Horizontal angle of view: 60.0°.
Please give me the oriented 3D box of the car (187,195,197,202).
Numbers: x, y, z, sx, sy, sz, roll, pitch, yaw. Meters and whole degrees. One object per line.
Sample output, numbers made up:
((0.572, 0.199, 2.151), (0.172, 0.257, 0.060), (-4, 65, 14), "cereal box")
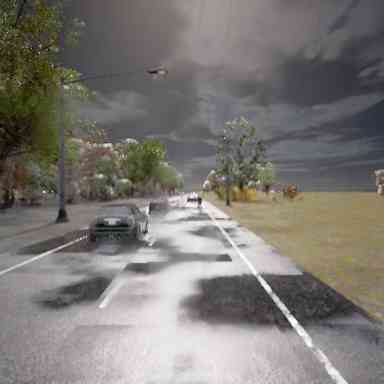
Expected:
((0.016, 1.413, 71.634), (1.994, 1.385, 4.181), (0, 0, 0), "car")

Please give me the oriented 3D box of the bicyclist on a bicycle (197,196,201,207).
((0.973, 1.356, 48.901), (0.582, 1.620, 1.656), (0, 0, 0), "bicyclist on a bicycle")

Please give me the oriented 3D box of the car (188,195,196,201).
((0.017, 1.421, 82.369), (1.895, 1.301, 4.718), (0, 0, 0), "car")

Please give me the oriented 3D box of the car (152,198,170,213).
((-3.393, 1.408, 35.339), (1.882, 1.535, 5.008), (0, 0, 0), "car")

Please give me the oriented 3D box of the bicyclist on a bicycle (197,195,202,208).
((0.973, 1.291, 40.115), (0.659, 1.776, 1.843), (0, 0, 0), "bicyclist on a bicycle")

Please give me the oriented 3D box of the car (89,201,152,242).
((-3.398, 1.319, 16.271), (2.097, 1.767, 4.553), (0, 0, 0), "car")
